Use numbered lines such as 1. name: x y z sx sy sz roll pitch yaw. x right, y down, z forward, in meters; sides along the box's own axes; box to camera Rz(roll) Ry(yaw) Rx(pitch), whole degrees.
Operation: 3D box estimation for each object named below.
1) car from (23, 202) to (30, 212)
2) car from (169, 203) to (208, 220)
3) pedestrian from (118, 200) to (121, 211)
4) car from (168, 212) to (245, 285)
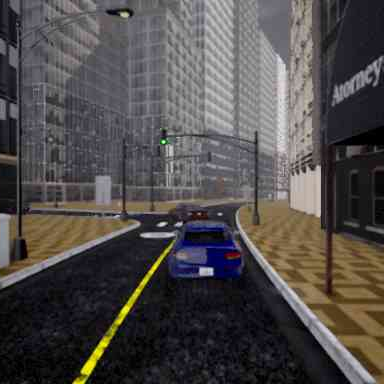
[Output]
1. car: -18.268 1.247 32.631 5.008 1.535 1.882 1 1 20
2. car: -0.327 1.576 25.645 2.033 1.411 5.357 0 0 -18
3. pedestrian: -7.612 1.382 34.948 0.500 1.100 0.500 0 0 20
4. car: 0.403 1.536 9.423 1.812 1.442 4.674 0 0 2
